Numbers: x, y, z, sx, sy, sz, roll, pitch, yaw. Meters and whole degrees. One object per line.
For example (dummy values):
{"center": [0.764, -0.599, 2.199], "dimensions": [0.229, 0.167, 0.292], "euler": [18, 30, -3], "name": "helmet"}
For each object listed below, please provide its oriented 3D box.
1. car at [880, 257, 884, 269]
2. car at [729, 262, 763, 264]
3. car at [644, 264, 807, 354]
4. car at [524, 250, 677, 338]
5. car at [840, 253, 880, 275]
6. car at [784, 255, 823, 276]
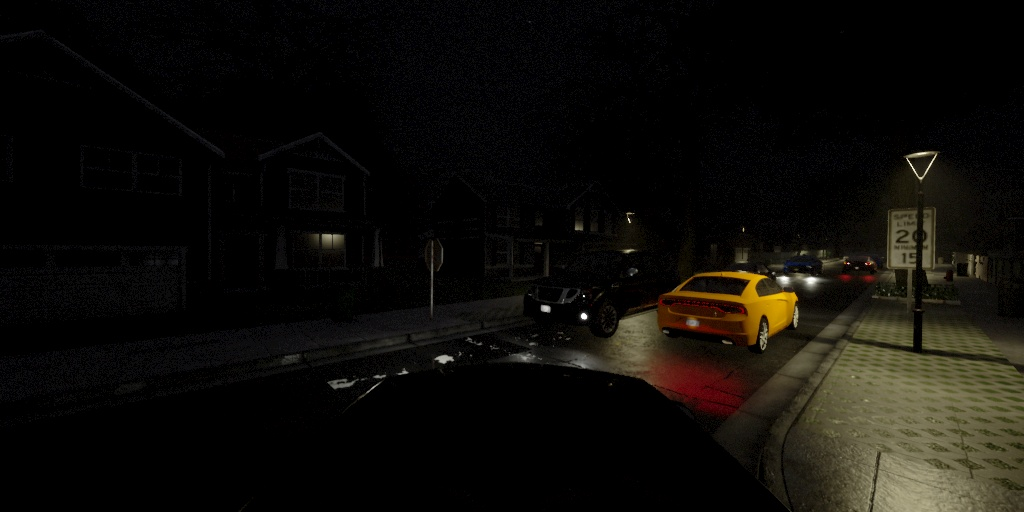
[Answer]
{"center": [36.605, 0.478, 36.756], "dimensions": [5.008, 1.535, 1.882], "euler": [-1, 2, -41], "name": "car"}
{"center": [12.005, 1.003, 18.478], "dimensions": [5.357, 1.411, 2.033], "euler": [-1, 2, -42], "name": "car"}
{"center": [5.385, 1.125, 8.685], "dimensions": [5.008, 1.535, 1.882], "euler": [-1, 1, -42], "name": "car"}
{"center": [2.834, 0.843, 10.223], "dimensions": [5.566, 2.045, 2.150], "euler": [-1, 1, -42], "name": "car"}
{"center": [28.967, 0.710, 29.835], "dimensions": [4.674, 1.442, 1.812], "euler": [-1, 2, -41], "name": "car"}
{"center": [23.097, 0.712, 28.419], "dimensions": [5.008, 1.535, 1.882], "euler": [-1, 1, -42], "name": "car"}
